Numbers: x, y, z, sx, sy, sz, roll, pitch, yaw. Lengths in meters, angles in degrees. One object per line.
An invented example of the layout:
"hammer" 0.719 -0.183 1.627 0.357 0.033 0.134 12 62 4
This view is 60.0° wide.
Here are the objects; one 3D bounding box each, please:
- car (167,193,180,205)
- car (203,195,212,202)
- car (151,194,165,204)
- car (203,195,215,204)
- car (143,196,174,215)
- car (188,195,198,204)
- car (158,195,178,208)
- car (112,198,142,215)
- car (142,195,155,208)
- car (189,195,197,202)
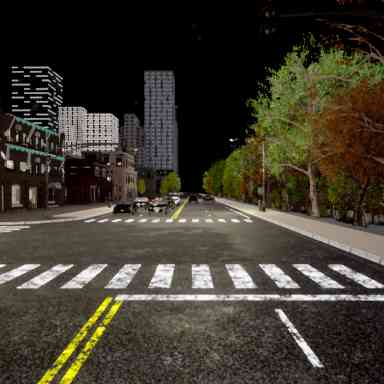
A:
"car" -3.216 1.202 55.218 2.150 2.045 5.566 0 0 1
"car" 3.385 1.448 74.274 1.882 1.535 5.008 0 0 0
"car" -6.437 1.329 62.632 2.097 1.767 4.553 0 0 1
"car" 3.468 1.467 64.005 2.128 1.511 4.902 0 0 0
"car" -3.281 1.482 33.429 2.128 1.511 4.902 0 0 0
"car" 0.220 1.479 65.273 1.837 1.490 4.892 0 0 0
"car" -3.253 1.490 44.465 1.837 1.490 4.892 0 0 0
"car" -6.535 1.554 33.077 1.994 1.385 4.181 0 0 0
"car" -6.513 1.477 42.820 2.128 1.511 4.902 0 0 0
"car" 0.150 1.494 75.609 1.812 1.442 4.674 0 0 0
